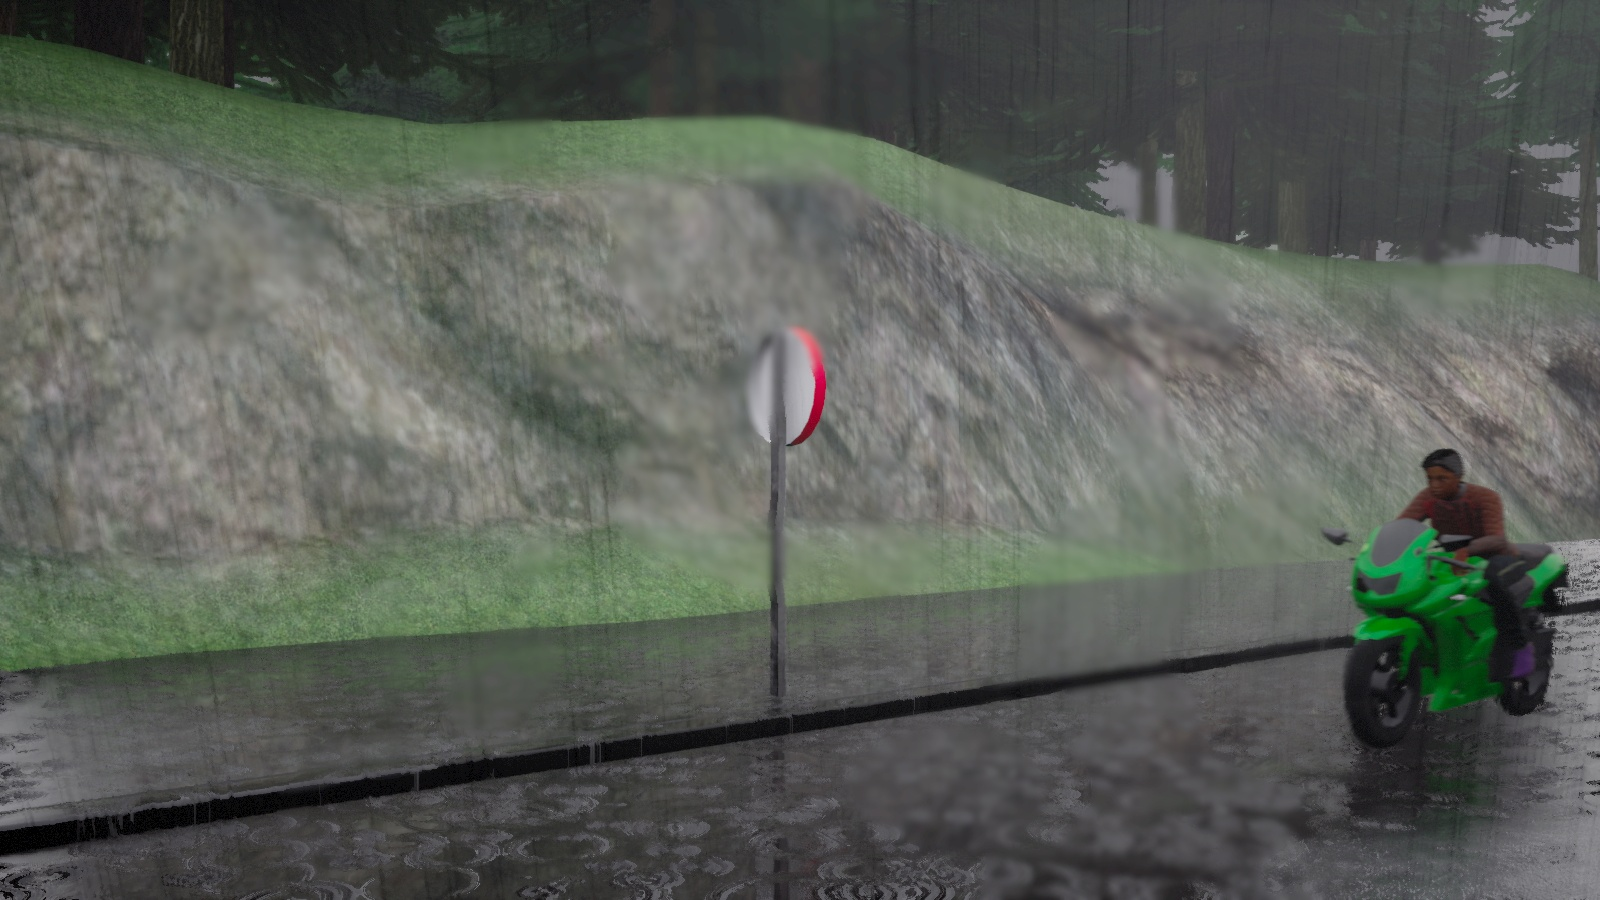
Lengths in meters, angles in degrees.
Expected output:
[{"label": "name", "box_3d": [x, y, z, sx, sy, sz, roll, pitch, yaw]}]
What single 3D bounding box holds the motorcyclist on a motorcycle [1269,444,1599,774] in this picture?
[{"label": "motorcyclist on a motorcycle", "box_3d": [3.482, 0.736, 6.711, 2.044, 1.523, 0.797, 0, 0, -35]}]
